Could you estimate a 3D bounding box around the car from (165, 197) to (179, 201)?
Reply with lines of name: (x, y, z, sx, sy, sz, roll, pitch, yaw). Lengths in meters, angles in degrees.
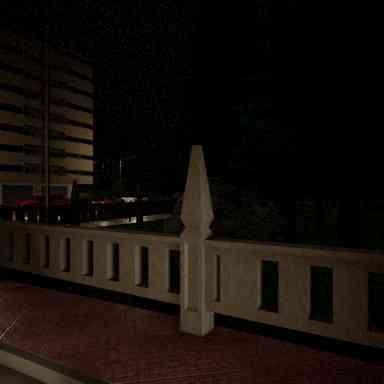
car: (-3.762, 1.548, 55.745, 2.128, 1.511, 4.902, 0, 0, 29)

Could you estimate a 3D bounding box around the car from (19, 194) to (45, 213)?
car: (-15.532, 1.277, 34.668, 2.150, 2.045, 5.566, 0, 0, 29)

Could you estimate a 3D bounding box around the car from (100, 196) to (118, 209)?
car: (-10.789, 1.408, 43.216, 2.097, 1.767, 4.553, 0, 0, 29)

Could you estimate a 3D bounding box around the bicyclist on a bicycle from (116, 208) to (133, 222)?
bicyclist on a bicycle: (-4.880, 1.356, 24.007, 1.656, 1.620, 0.582, 0, 0, 29)

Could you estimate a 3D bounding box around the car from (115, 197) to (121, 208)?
car: (-7.161, 1.656, 42.544, 1.895, 1.301, 4.718, 0, 0, 29)

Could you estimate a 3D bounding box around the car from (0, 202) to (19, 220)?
car: (-16.529, 1.547, 25.641, 2.128, 1.511, 4.902, 0, 0, 29)

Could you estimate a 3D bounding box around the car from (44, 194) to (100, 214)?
car: (-12.071, 1.407, 33.699, 2.097, 1.767, 4.553, 0, 0, 29)
